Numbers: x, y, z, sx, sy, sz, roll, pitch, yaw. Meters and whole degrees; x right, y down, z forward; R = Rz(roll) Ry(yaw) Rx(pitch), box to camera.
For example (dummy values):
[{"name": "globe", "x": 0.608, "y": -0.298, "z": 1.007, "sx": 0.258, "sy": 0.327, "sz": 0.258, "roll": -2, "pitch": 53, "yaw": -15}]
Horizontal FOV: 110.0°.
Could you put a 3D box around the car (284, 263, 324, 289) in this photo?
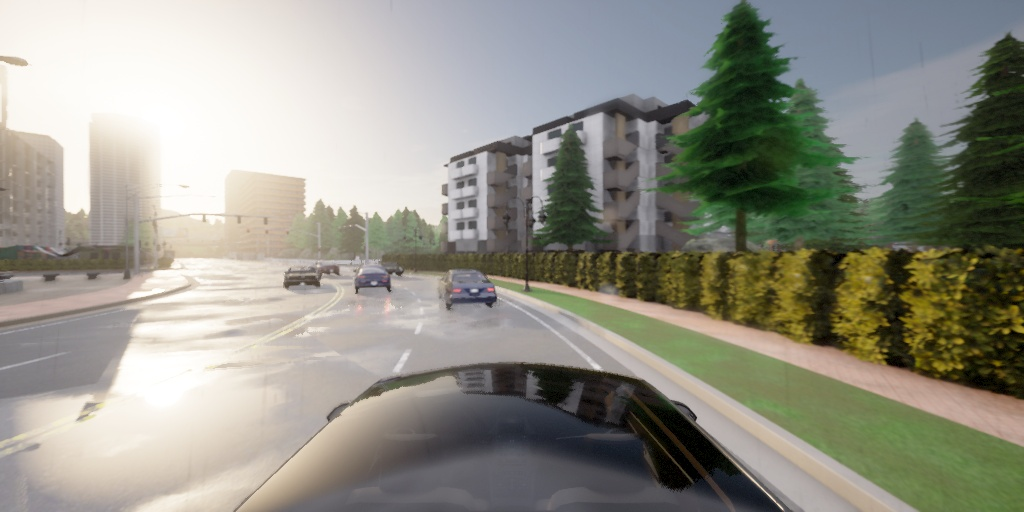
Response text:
[{"name": "car", "x": -13.138, "y": 1.297, "z": 22.475, "sx": 1.895, "sy": 1.301, "sz": 4.718, "roll": 0, "pitch": 0, "yaw": -31}]

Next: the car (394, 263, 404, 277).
[{"name": "car", "x": -11.564, "y": 1.245, "z": 32.512, "sx": 1.895, "sy": 1.301, "sz": 4.718, "roll": 0, "pitch": 0, "yaw": -40}]

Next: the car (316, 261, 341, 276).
[{"name": "car", "x": -18.071, "y": 1.182, "z": 34.527, "sx": 1.812, "sy": 1.442, "sz": 4.674, "roll": 0, "pitch": 0, "yaw": -42}]

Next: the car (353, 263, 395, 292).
[{"name": "car", "x": -8.053, "y": 1.214, "z": 20.587, "sx": 1.812, "sy": 1.442, "sz": 4.674, "roll": 0, "pitch": 0, "yaw": -24}]

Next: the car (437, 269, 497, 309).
[{"name": "car", "x": -2.006, "y": 1.242, "z": 14.823, "sx": 2.033, "sy": 1.411, "sz": 5.357, "roll": 0, "pitch": 0, "yaw": -16}]
